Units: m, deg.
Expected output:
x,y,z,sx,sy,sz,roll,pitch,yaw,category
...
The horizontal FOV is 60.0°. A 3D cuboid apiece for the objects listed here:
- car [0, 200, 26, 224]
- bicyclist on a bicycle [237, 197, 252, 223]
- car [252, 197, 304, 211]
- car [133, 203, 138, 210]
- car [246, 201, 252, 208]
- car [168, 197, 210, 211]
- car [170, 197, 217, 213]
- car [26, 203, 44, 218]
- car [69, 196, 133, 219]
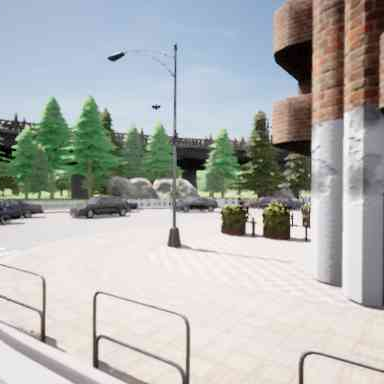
x,y,z,sx,sy,sz,roll,pitch,yaw,category
-12.919,1.354,19.890,1.895,1.301,4.718,1,0,36,car
3.151,1.161,21.302,0.582,1.620,1.656,0,0,-44,bicyclist on a bicycle
10.055,1.373,37.811,5.357,1.411,2.033,0,0,-12,car
-7.650,1.331,31.782,4.718,1.301,1.895,0,0,-44,car
8.875,1.327,40.878,4.674,1.442,1.812,0,0,-13,car
-0.333,1.319,37.210,4.181,1.385,1.994,0,0,-29,car
0.282,1.269,33.649,4.902,1.511,2.128,0,0,-31,car
-13.797,1.272,24.422,2.033,1.411,5.357,1,0,37,car
-7.462,1.109,26.753,2.097,1.767,4.553,1,0,41,car
